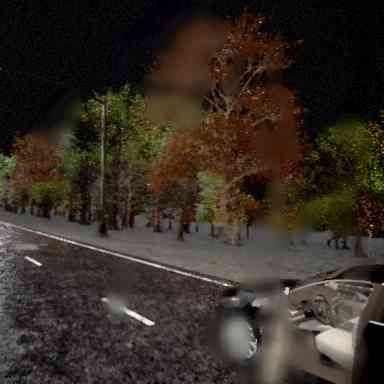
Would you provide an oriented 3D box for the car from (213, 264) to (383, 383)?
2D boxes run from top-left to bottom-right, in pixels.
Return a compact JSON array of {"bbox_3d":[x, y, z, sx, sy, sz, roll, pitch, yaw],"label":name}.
[{"bbox_3d":[2.328,1.679,4.125,1.837,1.490,4.892,2,-2,-40],"label":"car"}]
